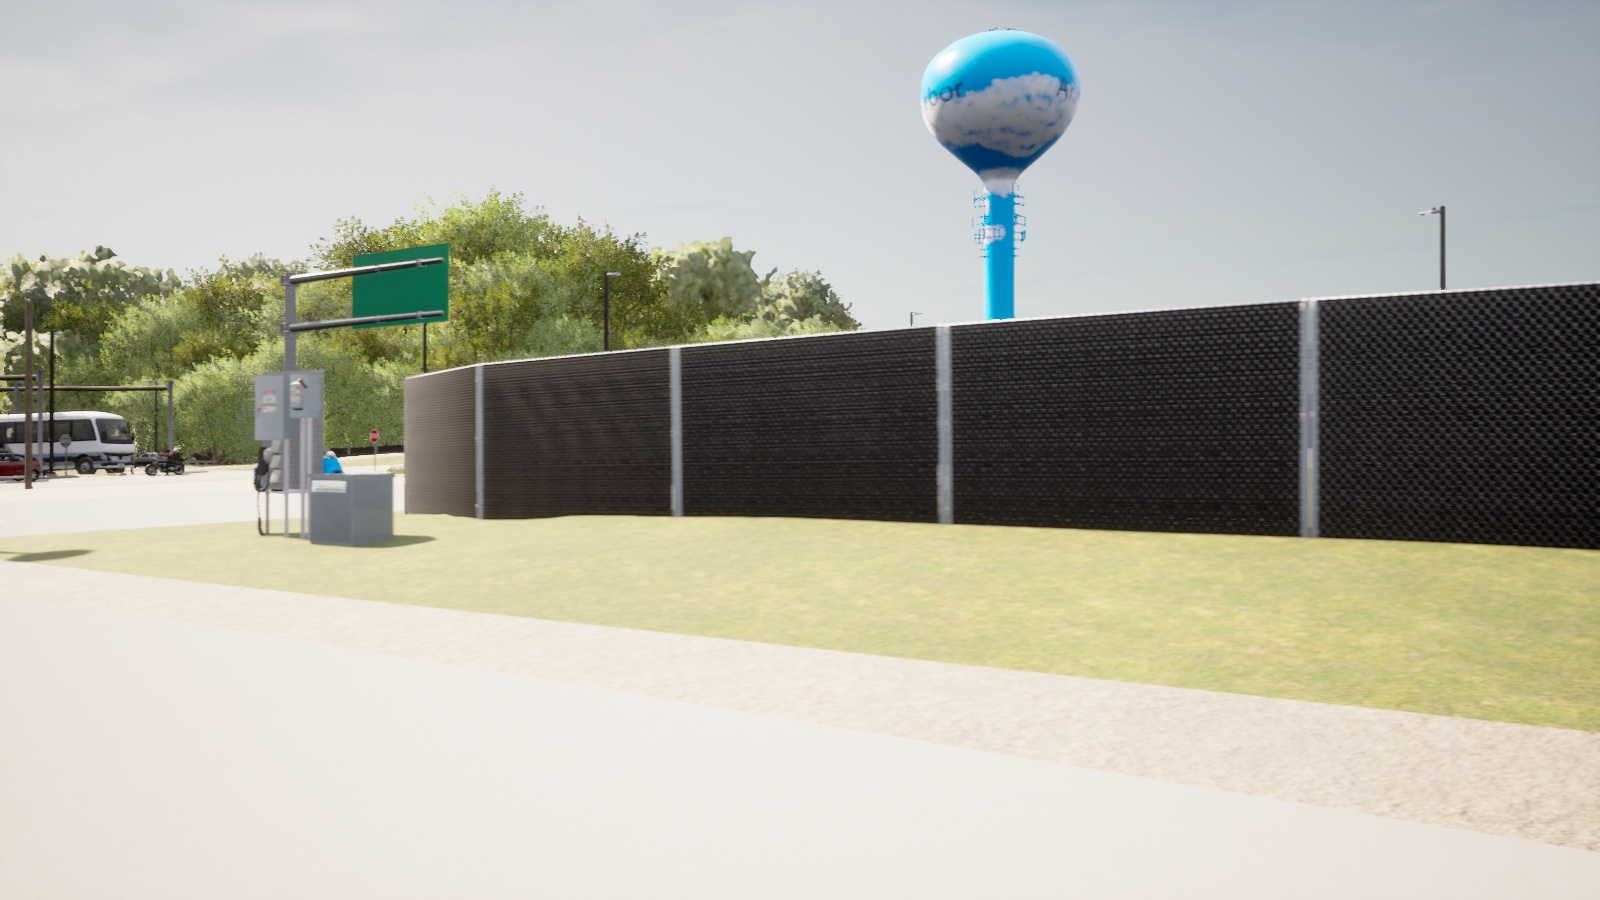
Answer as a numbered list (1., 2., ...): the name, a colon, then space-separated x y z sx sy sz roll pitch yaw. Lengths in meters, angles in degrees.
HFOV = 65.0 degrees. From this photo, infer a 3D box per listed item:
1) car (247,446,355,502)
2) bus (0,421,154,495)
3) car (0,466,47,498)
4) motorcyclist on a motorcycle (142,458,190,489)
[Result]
1. car: -13.377 0.635 33.712 1.481 1.376 2.207 -1 1 34
2. bus: -47.920 0.569 81.300 10.273 4.253 3.944 -3 -1 8
3. car: -42.025 1.723 66.027 1.789 1.549 3.705 -1 1 33
4. motorcyclist on a motorcycle: -37.093 1.374 73.460 0.766 1.649 2.350 -1 2 35
